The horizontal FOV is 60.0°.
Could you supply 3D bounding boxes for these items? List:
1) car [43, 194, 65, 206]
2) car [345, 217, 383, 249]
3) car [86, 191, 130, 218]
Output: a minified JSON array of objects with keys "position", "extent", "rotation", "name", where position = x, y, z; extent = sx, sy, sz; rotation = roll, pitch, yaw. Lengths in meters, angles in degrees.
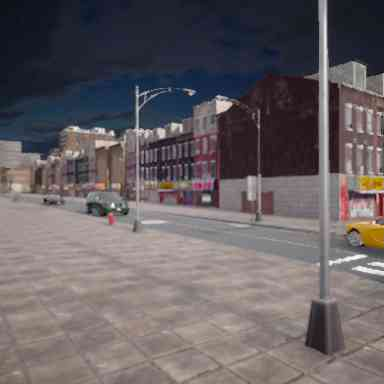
[{"position":[-18.216,1.001,43.801],"extent":[1.882,1.535,5.008],"rotation":[-1,1,-35],"name":"car"},{"position":[7.804,1.492,11.956],"extent":[1.882,1.535,5.008],"rotation":[2,0,-16],"name":"car"},{"position":[-7.281,0.961,28.250],"extent":[2.150,2.045,5.566],"rotation":[-1,1,-35],"name":"car"}]
